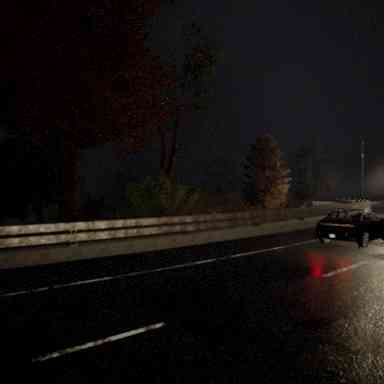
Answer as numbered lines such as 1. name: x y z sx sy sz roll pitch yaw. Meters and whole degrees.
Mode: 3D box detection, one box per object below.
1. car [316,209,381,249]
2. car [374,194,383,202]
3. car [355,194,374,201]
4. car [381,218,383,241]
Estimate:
1. car: 7.333 1.523 14.906 4.902 1.511 2.128 0 0 -44
2. car: 42.752 1.312 76.202 2.097 1.767 4.553 0 0 6
3. car: 39.290 1.321 76.718 2.097 1.767 4.553 0 0 6
4. car: 8.273 1.369 10.897 4.553 1.767 2.097 0 0 -41
